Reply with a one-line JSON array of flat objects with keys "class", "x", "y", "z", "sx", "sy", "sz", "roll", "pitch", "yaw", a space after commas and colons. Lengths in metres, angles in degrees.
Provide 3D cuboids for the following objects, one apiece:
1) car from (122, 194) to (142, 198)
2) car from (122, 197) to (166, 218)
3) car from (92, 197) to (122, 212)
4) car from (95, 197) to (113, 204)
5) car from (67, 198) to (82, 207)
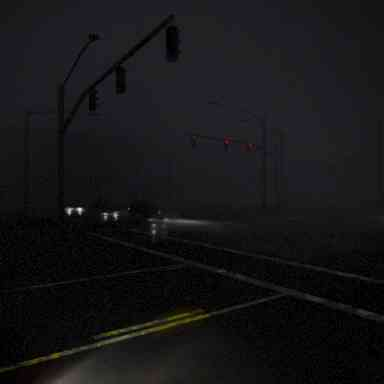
[{"class": "car", "x": -13.682, "y": 1.524, "z": 72.536, "sx": 1.812, "sy": 1.442, "sz": 4.674, "roll": 0, "pitch": 0, "yaw": 30}, {"class": "car", "x": -4.218, "y": 1.491, "z": 30.614, "sx": 2.128, "sy": 1.511, "sz": 4.902, "roll": 0, "pitch": 0, "yaw": -36}, {"class": "car", "x": -10.201, "y": 1.564, "z": 38.944, "sx": 1.994, "sy": 1.385, "sz": 4.181, "roll": 0, "pitch": 0, "yaw": -35}, {"class": "car", "x": -16.510, "y": 1.601, "z": 62.708, "sx": 1.895, "sy": 1.301, "sz": 4.718, "roll": 0, "pitch": 0, "yaw": 3}, {"class": "car", "x": -17.773, "y": 1.601, "z": 50.038, "sx": 1.895, "sy": 1.301, "sz": 4.718, "roll": 0, "pitch": 0, "yaw": -24}]
